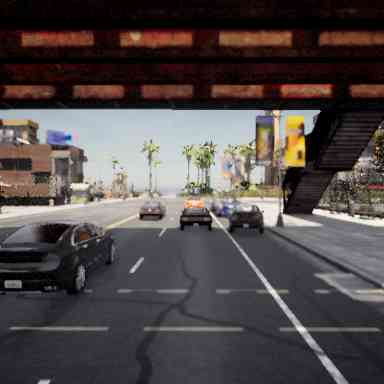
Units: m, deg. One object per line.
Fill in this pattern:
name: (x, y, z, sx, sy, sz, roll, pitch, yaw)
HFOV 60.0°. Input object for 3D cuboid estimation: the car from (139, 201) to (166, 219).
car: (-3.257, 1.465, 28.107, 2.033, 1.411, 5.357, 0, 0, 0)

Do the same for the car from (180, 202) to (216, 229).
car: (0.235, 1.540, 20.871, 1.895, 1.301, 4.718, 0, 0, 0)

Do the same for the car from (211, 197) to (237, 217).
car: (3.185, 1.267, 29.994, 2.185, 1.767, 4.553, 0, 0, 0)

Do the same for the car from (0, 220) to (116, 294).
car: (-3.326, 1.479, 8.671, 1.837, 1.490, 4.892, 0, 0, 1)

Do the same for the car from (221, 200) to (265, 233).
car: (3.144, 1.425, 19.220, 2.231, 1.521, 4.892, 0, 0, 10)

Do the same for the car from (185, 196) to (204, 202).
car: (0.249, 1.242, 37.620, 2.097, 1.767, 4.553, 0, 0, 0)
